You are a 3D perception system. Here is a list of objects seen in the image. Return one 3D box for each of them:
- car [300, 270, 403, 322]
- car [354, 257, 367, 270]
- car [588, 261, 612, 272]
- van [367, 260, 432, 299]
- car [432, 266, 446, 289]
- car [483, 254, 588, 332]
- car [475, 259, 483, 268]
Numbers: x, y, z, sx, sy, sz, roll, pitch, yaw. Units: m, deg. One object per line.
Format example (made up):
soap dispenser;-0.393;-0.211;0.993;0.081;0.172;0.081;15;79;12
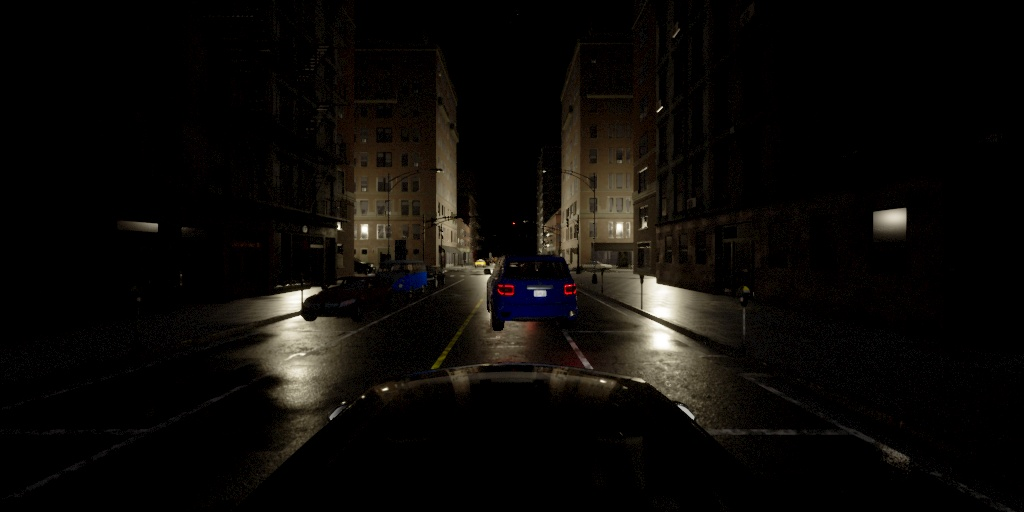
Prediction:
car;-5.389;1.331;12.275;1.802;1.307;4.207;0;0;0
car;-18.212;1.064;40.138;5.566;2.045;2.150;0;0;0
car;9.363;1.288;43.020;4.718;1.301;1.895;0;0;-2
van;-5.385;1.090;17.681;1.690;1.789;3.998;0;0;0
car;-5.381;1.299;23.087;2.007;1.370;4.403;0;0;0
car;0.368;0.971;11.082;2.150;2.045;5.566;0;0;-6
car;-5.362;1.273;60.881;1.751;1.417;4.829;0;0;0
